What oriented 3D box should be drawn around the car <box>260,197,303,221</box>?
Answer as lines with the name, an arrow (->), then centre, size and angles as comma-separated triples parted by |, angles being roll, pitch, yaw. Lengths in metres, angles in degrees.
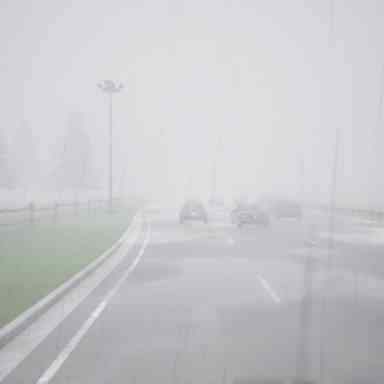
car -> 7.107, 1.372, 25.879 | 2.128, 1.511, 4.902 | 0, 0, 0

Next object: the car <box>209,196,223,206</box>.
car -> 3.613, 1.332, 50.655 | 1.994, 1.385, 4.181 | 0, 0, 0

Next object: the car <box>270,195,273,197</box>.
car -> 10.509, 1.333, 37.419 | 1.837, 1.490, 4.892 | 0, 0, 0

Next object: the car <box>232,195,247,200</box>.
car -> 7.111, 1.260, 50.334 | 2.128, 1.511, 4.902 | 0, 0, 0

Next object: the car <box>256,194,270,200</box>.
car -> 10.513, 1.131, 47.931 | 2.097, 1.767, 4.553 | 0, 0, 0

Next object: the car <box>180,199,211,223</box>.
car -> 0.106, 1.451, 24.600 | 1.994, 1.385, 4.181 | 0, 0, 0

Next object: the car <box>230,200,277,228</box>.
car -> 3.606, 1.449, 21.410 | 2.033, 1.411, 5.357 | 0, 0, 0

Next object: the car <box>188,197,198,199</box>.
car -> 0.114, 1.376, 49.151 | 1.895, 1.301, 4.718 | 0, 0, 0
